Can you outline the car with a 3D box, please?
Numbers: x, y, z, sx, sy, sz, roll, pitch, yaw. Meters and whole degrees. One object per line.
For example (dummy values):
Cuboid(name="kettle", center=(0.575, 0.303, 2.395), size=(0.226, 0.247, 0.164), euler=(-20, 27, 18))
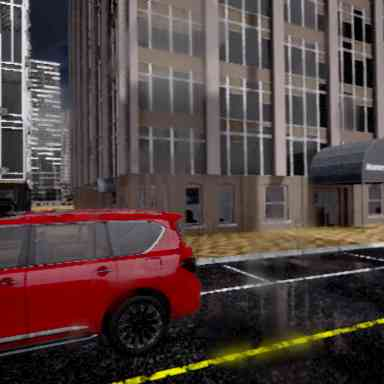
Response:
Cuboid(name="car", center=(-2.573, 1.321, 5.002), size=(5.566, 2.045, 2.150), euler=(0, -1, -25))
